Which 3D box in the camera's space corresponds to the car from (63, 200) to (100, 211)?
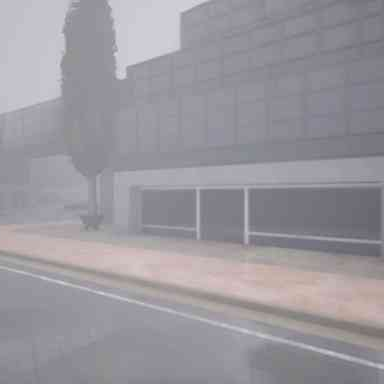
[{"bbox_3d":[-13.990,1.739,42.514,1.895,1.301,4.718,0,0,36],"label":"car"}]
